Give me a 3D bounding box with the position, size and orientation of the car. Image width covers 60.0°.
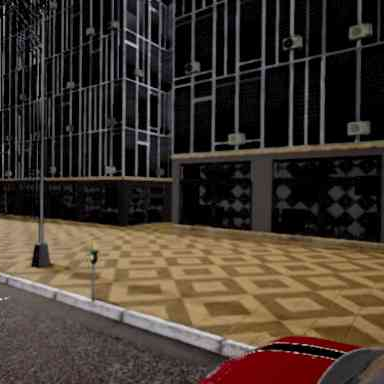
[{"bbox_3d":[1.630,1.441,1.502,4.097,1.590,1.967,0,1,36],"label":"car"}]
